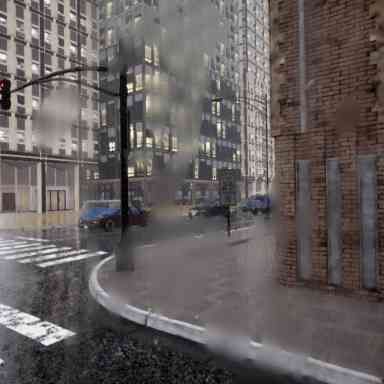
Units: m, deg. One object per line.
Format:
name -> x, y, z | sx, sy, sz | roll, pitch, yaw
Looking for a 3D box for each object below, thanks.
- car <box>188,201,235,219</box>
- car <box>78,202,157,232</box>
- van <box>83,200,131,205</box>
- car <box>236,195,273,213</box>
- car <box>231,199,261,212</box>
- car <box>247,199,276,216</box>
car -> 1.570, 1.578, 29.651 | 2.128, 1.511, 4.902 | -1, -1, 36
car -> -4.512, 1.614, 21.164 | 2.033, 1.411, 5.357 | -1, -1, 36
van -> -6.029, 1.460, 23.499 | 1.690, 1.788, 3.998 | -2, -1, 36
car -> 7.662, 1.330, 38.145 | 2.150, 2.045, 5.566 | -1, -1, 36
car -> 6.806, 1.689, 41.408 | 1.752, 1.417, 4.829 | -2, -1, 36
car -> 7.553, 1.636, 32.505 | 1.895, 1.301, 4.718 | -1, -1, 36
